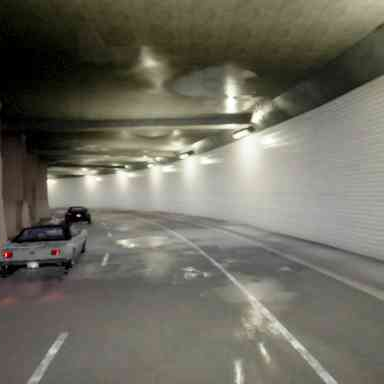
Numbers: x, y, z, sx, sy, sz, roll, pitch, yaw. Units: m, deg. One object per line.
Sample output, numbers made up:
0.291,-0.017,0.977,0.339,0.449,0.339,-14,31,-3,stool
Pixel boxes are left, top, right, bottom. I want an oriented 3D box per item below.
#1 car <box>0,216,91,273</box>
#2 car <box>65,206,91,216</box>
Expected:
-4.803,1.756,11.430,1.895,1.301,4.718,-1,0,-10,car
-9.750,1.890,28.359,1.994,1.385,4.181,-1,0,-21,car
